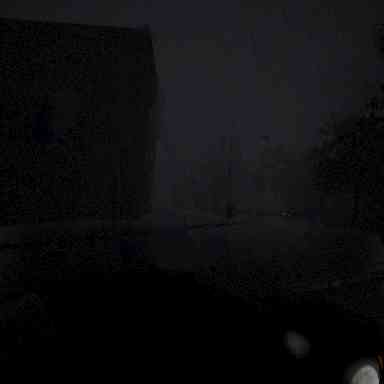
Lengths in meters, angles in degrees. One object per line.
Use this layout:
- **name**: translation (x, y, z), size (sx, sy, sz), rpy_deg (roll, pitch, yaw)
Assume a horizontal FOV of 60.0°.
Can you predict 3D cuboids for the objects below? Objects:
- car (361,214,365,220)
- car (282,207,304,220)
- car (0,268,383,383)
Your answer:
- **car**: translation (29.839, 3.786, 53.593), size (4.553, 1.767, 2.097), rpy_deg (3, -2, 3)
- **car**: translation (12.255, 2.590, 40.132), size (1.837, 1.490, 4.892), rpy_deg (0, -3, 30)
- **car**: translation (-0.264, 1.479, 2.972), size (5.008, 1.535, 1.882), rpy_deg (0, 0, -33)
